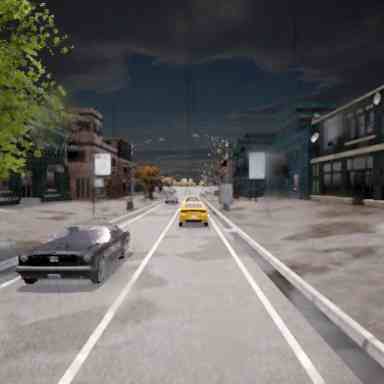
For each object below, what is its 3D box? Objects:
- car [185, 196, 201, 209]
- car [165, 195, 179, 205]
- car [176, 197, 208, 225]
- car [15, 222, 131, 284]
[{"bbox_3d":[0.096,1.308,41.936,1.994,1.385,4.181,0,1,0],"label":"car"},{"bbox_3d":[-3.071,1.196,51.337,1.994,1.385,4.181,0,1,0],"label":"car"},{"bbox_3d":[0.099,1.400,23.439,1.882,1.535,5.008,0,0,0],"label":"car"},{"bbox_3d":[-3.101,1.589,9.697,1.895,1.301,4.718,0,0,0],"label":"car"}]
